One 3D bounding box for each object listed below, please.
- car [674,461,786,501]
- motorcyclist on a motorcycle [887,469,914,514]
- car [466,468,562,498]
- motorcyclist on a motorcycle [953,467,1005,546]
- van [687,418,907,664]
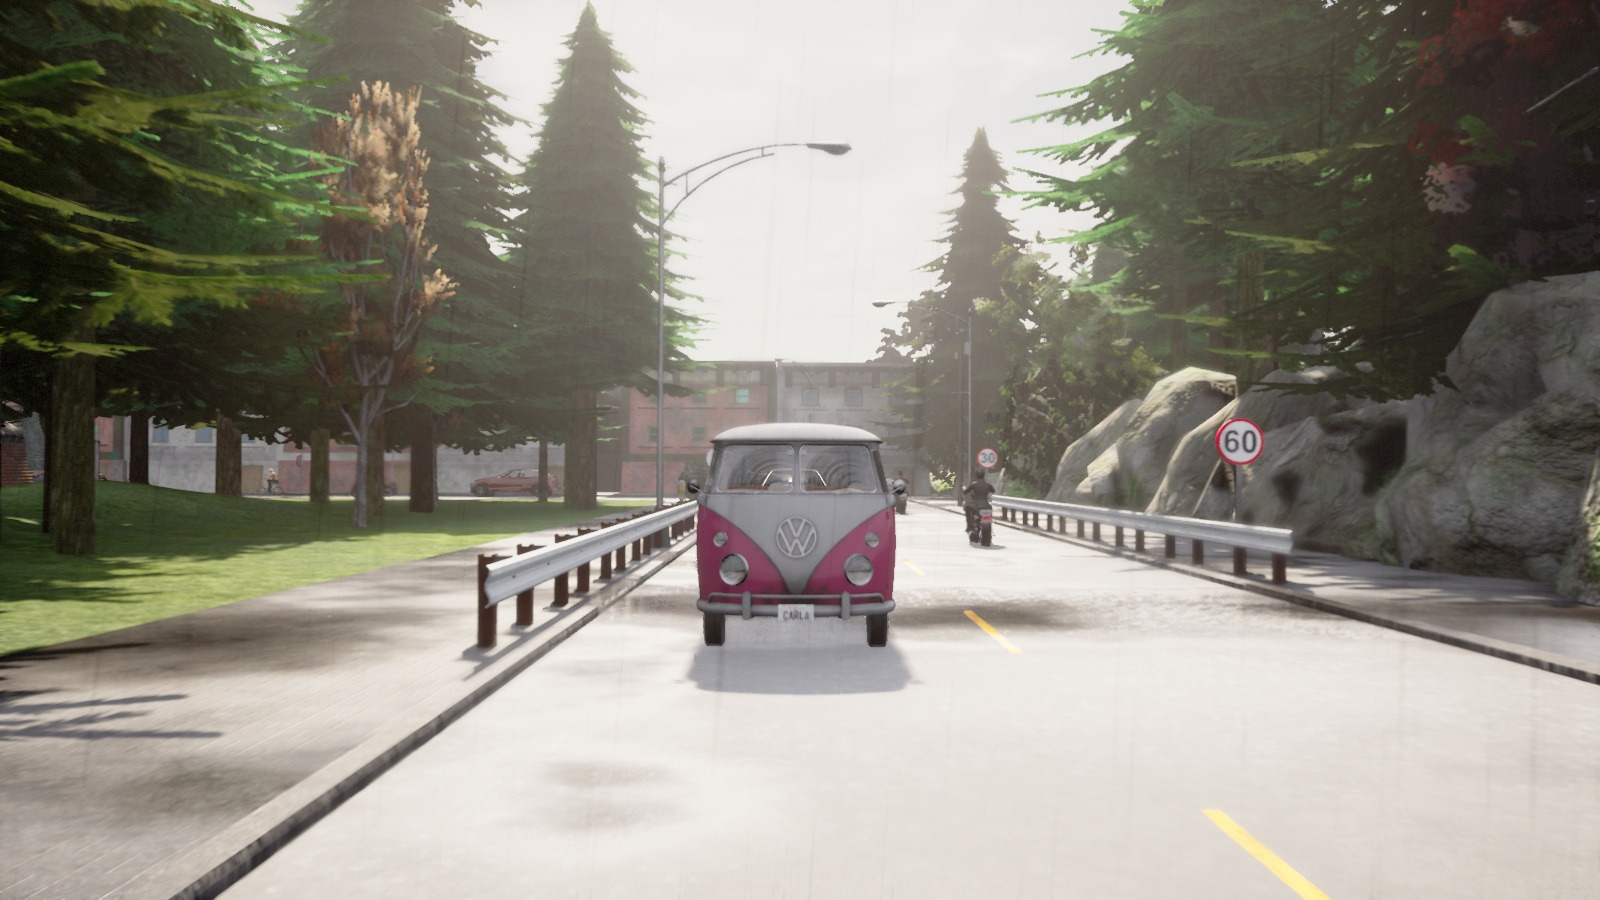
[{"bbox_3d":[-3.719,1.662,66.417,5.566,2.045,2.150,-1,-1,27],"label":"car"},{"bbox_3d":[3.753,1.538,47.062,0.766,1.649,2.350,0,-1,0],"label":"motorcyclist on a motorcycle"},{"bbox_3d":[-16.337,1.863,71.943,5.027,1.651,2.152,0,-1,0],"label":"car"},{"bbox_3d":[3.884,1.208,27.389,0.766,1.649,2.350,0,-1,0],"label":"motorcyclist on a motorcycle"},{"bbox_3d":[-0.032,0.776,12.412,1.775,1.987,4.442,0,-1,0],"label":"van"}]
